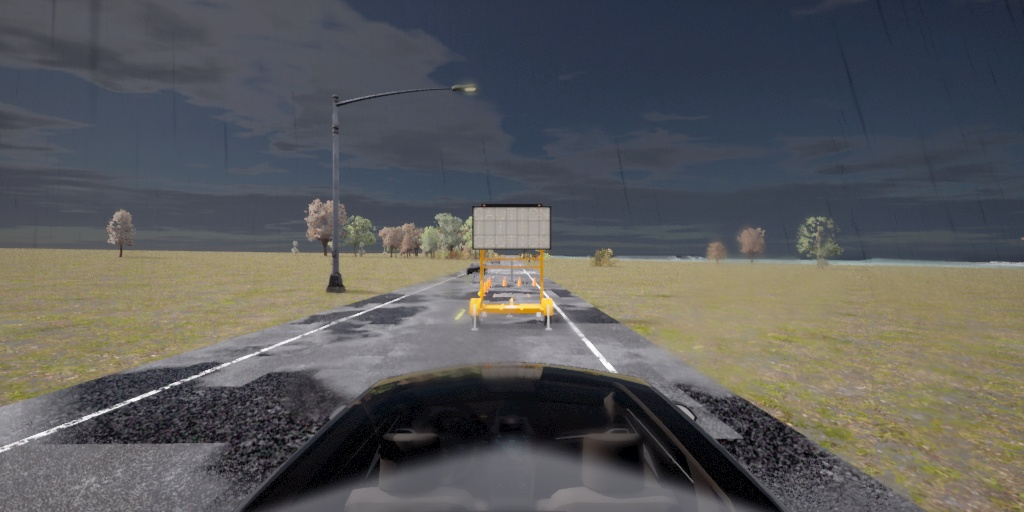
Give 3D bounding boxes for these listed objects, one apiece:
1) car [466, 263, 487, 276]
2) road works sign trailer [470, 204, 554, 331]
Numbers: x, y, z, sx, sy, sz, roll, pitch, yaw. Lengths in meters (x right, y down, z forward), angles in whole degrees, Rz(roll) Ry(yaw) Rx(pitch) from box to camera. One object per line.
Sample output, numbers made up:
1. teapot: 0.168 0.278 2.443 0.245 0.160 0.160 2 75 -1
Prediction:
1. car: -3.619 1.352 37.299 1.895 1.301 4.718 0 0 0
2. road works sign trailer: -0.005 0.214 11.033 2.380 3.560 2.880 0 0 0
